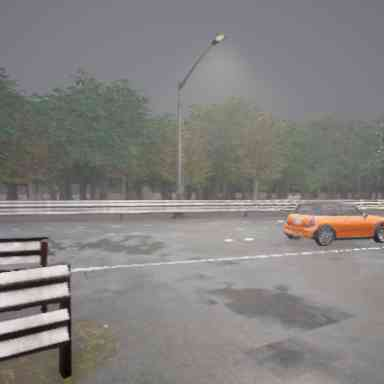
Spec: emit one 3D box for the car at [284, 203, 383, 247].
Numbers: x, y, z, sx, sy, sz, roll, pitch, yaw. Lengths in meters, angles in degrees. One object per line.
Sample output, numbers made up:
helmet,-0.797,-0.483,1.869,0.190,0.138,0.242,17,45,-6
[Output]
car,6.338,1.243,14.391,4.553,1.767,2.097,0,0,-21
